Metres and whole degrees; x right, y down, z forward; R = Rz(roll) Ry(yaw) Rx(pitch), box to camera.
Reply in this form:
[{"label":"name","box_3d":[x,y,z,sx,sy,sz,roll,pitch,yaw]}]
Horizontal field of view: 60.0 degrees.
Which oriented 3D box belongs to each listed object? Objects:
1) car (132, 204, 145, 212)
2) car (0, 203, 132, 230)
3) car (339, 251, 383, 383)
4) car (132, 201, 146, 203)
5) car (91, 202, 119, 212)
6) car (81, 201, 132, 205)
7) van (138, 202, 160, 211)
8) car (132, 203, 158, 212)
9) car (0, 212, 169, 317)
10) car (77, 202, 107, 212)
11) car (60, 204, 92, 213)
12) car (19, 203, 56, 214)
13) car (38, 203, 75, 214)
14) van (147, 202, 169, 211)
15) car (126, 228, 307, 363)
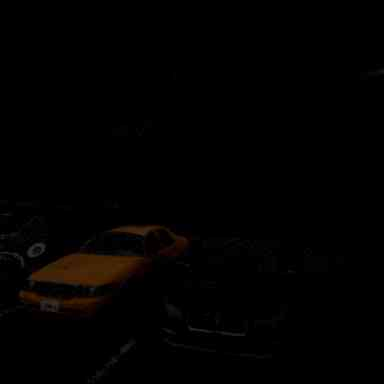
[{"label":"car","box_3d":[-8.648,2.547,40.668,4.674,1.452,2.002,1,-1,15]},{"label":"car","box_3d":[-3.863,1.364,9.737,2.185,1.767,4.553,1,-1,16]},{"label":"car","box_3d":[3.353,1.517,4.579,2.163,1.488,4.792,0,-1,16]},{"label":"car","box_3d":[-12.758,2.853,66.635,5.566,2.045,2.435,0,-2,15]},{"label":"car","box_3d":[-16.089,2.798,61.722,4.553,1.767,2.185,0,-2,15]},{"label":"car","box_3d":[-10.339,2.157,38.203,5.566,2.045,2.435,1,-1,15]},{"label":"van","box_3d":[-9.230,3.059,71.495,4.442,1.987,1.878,0,-2,15]},{"label":"car","box_3d":[-6.911,2.601,43.145,5.008,1.535,2.097,1,-1,15]},{"label":"car","box_3d":[-1.508,1.483,7.808,1.946,1.575,5.366,1,-1,15]},{"label":"car","box_3d":[-17.843,2.708,59.300,4.553,1.767,2.185,0,-2,15]},{"label":"car","box_3d":[-19.719,2.761,56.497,4.792,1.488,2.163,0,-2,15]},{"label":"car","box_3d":[-23.610,2.526,50.926,4.892,1.521,2.231,0,-2,15]},{"label":"car","box_3d":[-21.862,2.625,53.757,5.366,1.575,1.946,0,-2,15]},{"label":"van","box_3d":[-7.537,3.149,73.944,4.442,1.987,1.878,0,-2,15]},{"label":"car","box_3d":[0.939,1.489,6.274,2.231,1.521,4.892,1,-1,16]}]
